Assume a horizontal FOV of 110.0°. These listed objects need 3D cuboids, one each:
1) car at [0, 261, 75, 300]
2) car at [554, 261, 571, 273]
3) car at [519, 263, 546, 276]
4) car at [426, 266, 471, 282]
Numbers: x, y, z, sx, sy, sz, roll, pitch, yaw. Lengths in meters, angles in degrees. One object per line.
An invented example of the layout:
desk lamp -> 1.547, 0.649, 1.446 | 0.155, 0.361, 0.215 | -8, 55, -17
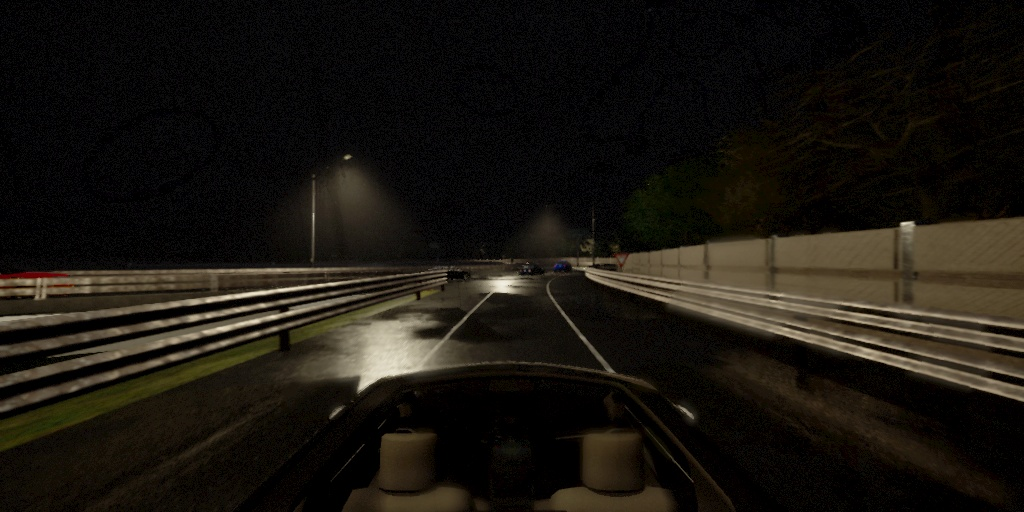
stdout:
car -> -22.707, 1.104, 15.034 | 5.566, 2.045, 2.150 | 1, -1, -41
car -> 8.685, 1.811, 61.146 | 2.150, 2.045, 5.566 | 0, -1, 19
car -> 2.778, 1.933, 47.393 | 2.033, 1.411, 5.357 | 0, -1, 27
car -> -5.894, 1.666, 33.381 | 2.128, 1.511, 4.902 | 0, -1, 36
